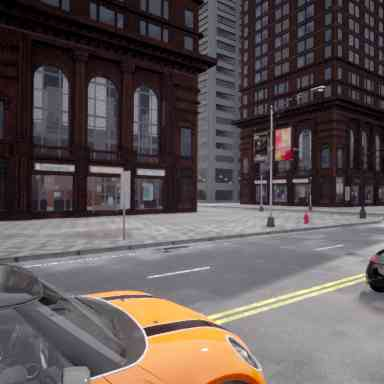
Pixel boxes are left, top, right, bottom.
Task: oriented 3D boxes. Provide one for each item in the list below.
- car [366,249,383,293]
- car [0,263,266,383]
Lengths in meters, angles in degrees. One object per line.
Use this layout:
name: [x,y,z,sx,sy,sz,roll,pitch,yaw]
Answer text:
car: [5.877,1.576,7.654,4.181,1.385,1.994,0,0,-35]
car: [-1.550,1.352,2.334,4.553,1.767,2.097,0,0,-36]
